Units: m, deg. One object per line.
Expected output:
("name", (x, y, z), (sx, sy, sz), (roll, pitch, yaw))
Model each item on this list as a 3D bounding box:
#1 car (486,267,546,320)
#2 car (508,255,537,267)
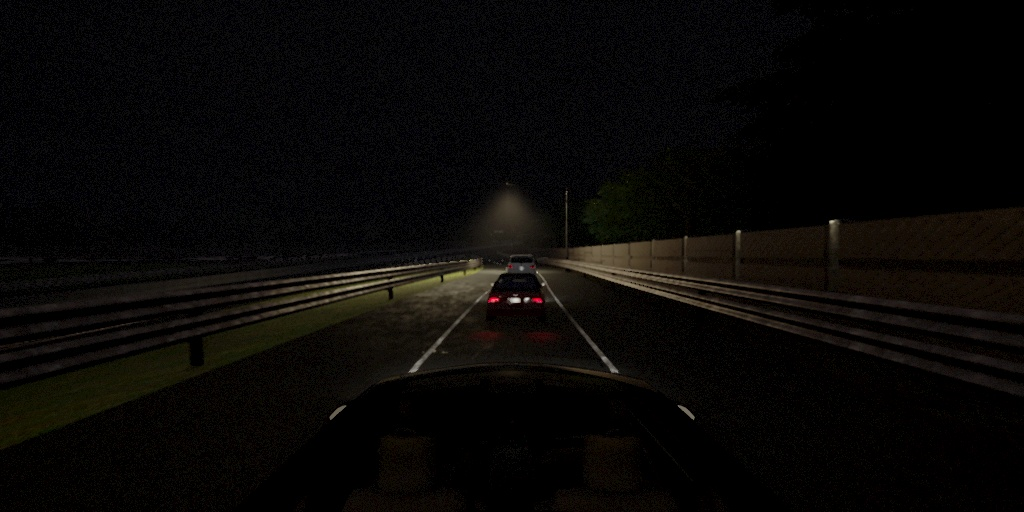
("car", (0.187, 1.273, 12.417), (2.033, 1.411, 5.357), (0, 0, 2))
("car", (0.816, 0.911, 28.385), (2.150, 2.045, 5.566), (0, 0, 3))
